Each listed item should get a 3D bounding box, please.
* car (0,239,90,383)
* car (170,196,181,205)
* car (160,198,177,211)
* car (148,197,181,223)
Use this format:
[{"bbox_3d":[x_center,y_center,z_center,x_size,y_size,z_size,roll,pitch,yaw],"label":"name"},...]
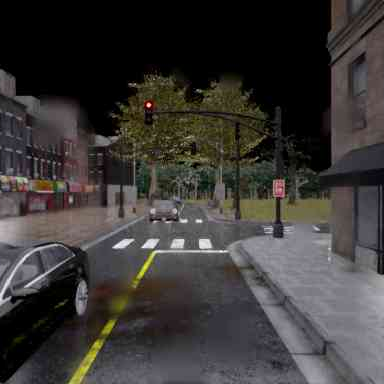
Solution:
[{"bbox_3d":[-2.859,1.491,4.553,2.128,1.511,4.902,0,0,0],"label":"car"},{"bbox_3d":[-2.965,1.589,61.142,1.882,1.535,5.008,0,-1,-1],"label":"car"},{"bbox_3d":[-2.922,1.540,42.799,1.882,1.535,5.008,0,0,0],"label":"car"},{"bbox_3d":[-2.313,1.366,25.833,2.097,1.767,4.553,0,0,-9],"label":"car"}]
